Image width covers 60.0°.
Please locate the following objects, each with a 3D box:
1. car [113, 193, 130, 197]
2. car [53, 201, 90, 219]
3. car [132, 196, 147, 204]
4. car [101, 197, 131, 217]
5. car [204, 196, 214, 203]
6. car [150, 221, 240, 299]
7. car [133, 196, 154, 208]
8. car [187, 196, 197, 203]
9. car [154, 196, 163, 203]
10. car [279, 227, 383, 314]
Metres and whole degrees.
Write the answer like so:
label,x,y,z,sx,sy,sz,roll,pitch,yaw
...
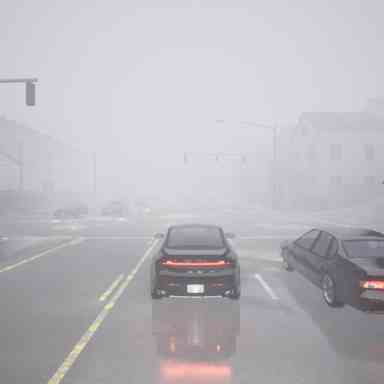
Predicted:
label,x,y,z,sx,sy,sz,roll,pitch,yaw
car,-10.582,1.223,50.154,2.150,2.045,5.566,0,0,0
car,-10.593,1.526,29.583,1.812,1.442,4.674,0,0,0
car,-10.496,1.547,66.550,2.033,1.411,5.357,0,0,0
car,-7.093,1.508,31.060,1.837,1.490,4.892,0,0,0
car,3.517,1.545,69.213,2.033,1.411,5.357,0,0,0
car,0.078,1.505,8.448,1.837,1.490,4.892,0,0,0
car,-7.084,1.477,48.055,1.882,1.535,5.008,0,0,0
car,0.019,1.547,69.214,2.033,1.411,5.357,0,0,0
car,-6.990,1.506,68.523,1.837,1.490,4.892,0,0,0
car,3.577,1.547,7.871,2.033,1.411,5.357,0,0,0
